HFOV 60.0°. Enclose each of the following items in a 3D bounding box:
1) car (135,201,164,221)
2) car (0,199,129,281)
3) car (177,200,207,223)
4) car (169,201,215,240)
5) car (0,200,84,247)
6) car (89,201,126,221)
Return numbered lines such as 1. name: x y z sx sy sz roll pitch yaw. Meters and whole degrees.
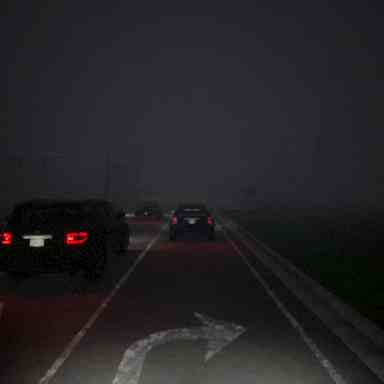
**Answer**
1. car: -3.400 1.445 27.142 1.882 1.535 5.008 0 0 0
2. car: -3.400 1.209 9.987 2.150 2.045 5.566 0 0 0
3. car: 0.000 1.460 25.995 2.128 1.511 4.902 0 0 0
4. car: 0.000 1.332 16.881 2.097 1.767 4.553 0 0 0
5. car: -6.900 1.333 15.708 2.097 1.767 4.553 0 0 0
6. car: -6.900 1.531 27.628 1.994 1.385 4.181 0 0 0
